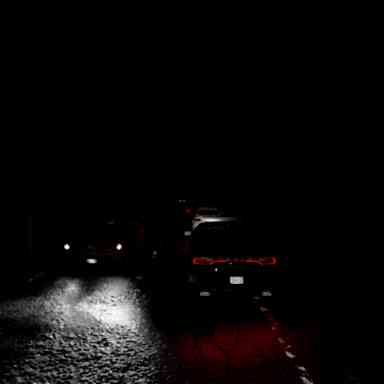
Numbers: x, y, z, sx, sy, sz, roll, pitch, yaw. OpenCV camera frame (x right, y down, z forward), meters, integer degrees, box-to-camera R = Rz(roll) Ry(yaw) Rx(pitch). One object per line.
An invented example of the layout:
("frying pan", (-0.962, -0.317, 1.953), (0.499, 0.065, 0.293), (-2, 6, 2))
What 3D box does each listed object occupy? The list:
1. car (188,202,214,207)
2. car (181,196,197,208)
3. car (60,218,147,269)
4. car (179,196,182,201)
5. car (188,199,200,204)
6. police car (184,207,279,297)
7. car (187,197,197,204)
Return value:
("car", (0.822, 1.531, 18.620), (1.812, 1.442, 4.674), (0, 0, 0))
("car", (0.030, 1.523, 46.093), (2.128, 1.511, 4.902), (0, 0, 0))
("car", (-2.752, 1.602, 11.384), (1.895, 1.301, 4.718), (0, 0, 0))
("car", (-2.767, 1.701, 94.844), (2.033, 1.411, 5.357), (0, 0, 0))
("car", (0.821, 1.513, 24.619), (1.837, 1.490, 4.892), (0, 0, 0))
("police car", (0.824, 1.426, 8.729), (1.930, 1.638, 5.238), (0, 0, 0))
("car", (-0.012, 1.671, 65.174), (1.895, 1.301, 4.718), (0, 0, 0))
